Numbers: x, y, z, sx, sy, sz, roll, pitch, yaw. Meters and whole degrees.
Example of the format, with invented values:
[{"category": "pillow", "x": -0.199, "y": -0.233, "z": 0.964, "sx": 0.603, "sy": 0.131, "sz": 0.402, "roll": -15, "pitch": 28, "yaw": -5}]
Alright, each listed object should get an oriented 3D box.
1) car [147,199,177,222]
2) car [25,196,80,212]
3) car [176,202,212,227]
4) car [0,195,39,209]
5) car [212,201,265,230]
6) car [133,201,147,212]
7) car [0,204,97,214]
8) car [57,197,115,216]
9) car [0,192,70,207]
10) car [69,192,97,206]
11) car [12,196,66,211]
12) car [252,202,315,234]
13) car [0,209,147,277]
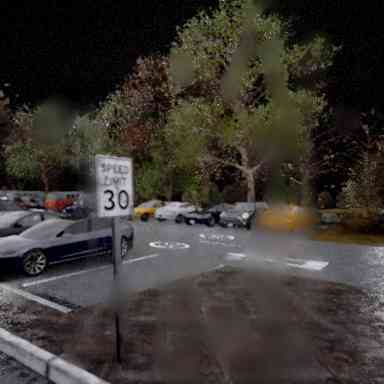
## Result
[{"category": "car", "x": -0.816, "y": 1.450, "z": 24.619, "sx": 2.002, "sy": 1.452, "sz": 4.674, "roll": 1, "pitch": 1, "yaw": 36}, {"category": "car", "x": -14.348, "y": 1.202, "z": 34.476, "sx": 2.163, "sy": 1.488, "sz": 4.792, "roll": 1, "pitch": 1, "yaw": 36}, {"category": "car", "x": 1.411, "y": 1.480, "z": 22.971, "sx": 2.163, "sy": 1.488, "sz": 4.792, "roll": 1, "pitch": 1, "yaw": 36}, {"category": "car", "x": -20.981, "y": 1.102, "z": 39.259, "sx": 2.097, "sy": 1.535, "sz": 5.008, "roll": 0, "pitch": 0, "yaw": 36}, {"category": "car", "x": 3.589, "y": 1.364, "z": 21.465, "sx": 2.185, "sy": 1.767, "sz": 4.553, "roll": 1, "pitch": 1, "yaw": 36}, {"category": "car", "x": -3.165, "y": 1.366, "z": 26.097, "sx": 1.946, "sy": 1.575, "sz": 5.366, "roll": 1, "pitch": 1, "yaw": 36}, {"category": "car", "x": -6.255, "y": 1.457, "z": 12.416, "sx": 2.097, "sy": 1.535, "sz": 5.008, "roll": 1, "pitch": 1, "yaw": 36}, {"category": "car", "x": -9.797, "y": 1.277, "z": 31.104, "sx": 2.163, "sy": 1.488, "sz": 4.792, "roll": 1, "pitch": 1, "yaw": 36}, {"category": "car", "x": -8.485, "y": 1.165, "z": 14.062, "sx": 2.435, "sy": 2.045, "sz": 5.566, "roll": 1, "pitch": 1, "yaw": 36}, {"category": "car", "x": -7.519, "y": 1.036, "z": 29.521, "sx": 2.435, "sy": 2.045, "sz": 5.566, "roll": 1, "pitch": 1, "yaw": 36}, {"category": "car", "x": -16.485, "y": 1.174, "z": 36.026, "sx": 2.163, "sy": 1.488, "sz": 4.792, "roll": 1, "pitch": 0, "yaw": 36}, {"category": "car", "x": 5.810, "y": 1.530, "z": 19.810, "sx": 2.097, "sy": 1.535, "sz": 5.008, "roll": 1, "pitch": 1, "yaw": 36}, {"category": "car", "x": -4.029, "y": 1.528, "z": 10.758, "sx": 2.163, "sy": 1.488, "sz": 4.792, "roll": 1, "pitch": 1, "yaw": 36}]
